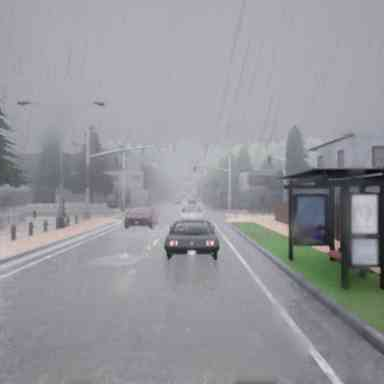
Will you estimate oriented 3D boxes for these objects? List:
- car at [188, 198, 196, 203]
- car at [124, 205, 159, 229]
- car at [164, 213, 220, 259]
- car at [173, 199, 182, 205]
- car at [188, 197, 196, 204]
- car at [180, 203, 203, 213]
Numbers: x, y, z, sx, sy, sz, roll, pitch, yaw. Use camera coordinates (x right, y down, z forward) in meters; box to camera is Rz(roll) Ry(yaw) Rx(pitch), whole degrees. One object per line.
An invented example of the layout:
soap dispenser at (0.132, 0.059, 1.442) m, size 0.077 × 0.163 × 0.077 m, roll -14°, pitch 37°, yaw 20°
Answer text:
car at (-0.018, 2.286, 80.969) m, size 1.882 × 1.535 × 5.008 m, roll 0°, pitch -1°, yaw 0°
car at (-3.529, 1.734, 23.811) m, size 1.882 × 1.535 × 5.008 m, roll 0°, pitch -1°, yaw 0°
car at (0.010, 1.744, 13.232) m, size 1.895 × 1.301 × 4.718 m, roll 0°, pitch -1°, yaw 0°
car at (-3.518, 2.339, 80.327) m, size 1.882 × 1.535 × 5.008 m, roll 0°, pitch -1°, yaw 0°
car at (-0.021, 2.331, 92.641) m, size 2.097 × 1.767 × 4.553 m, roll 0°, pitch -1°, yaw 0°
car at (0.007, 1.905, 28.234) m, size 1.895 × 1.301 × 4.718 m, roll 0°, pitch -1°, yaw 0°
